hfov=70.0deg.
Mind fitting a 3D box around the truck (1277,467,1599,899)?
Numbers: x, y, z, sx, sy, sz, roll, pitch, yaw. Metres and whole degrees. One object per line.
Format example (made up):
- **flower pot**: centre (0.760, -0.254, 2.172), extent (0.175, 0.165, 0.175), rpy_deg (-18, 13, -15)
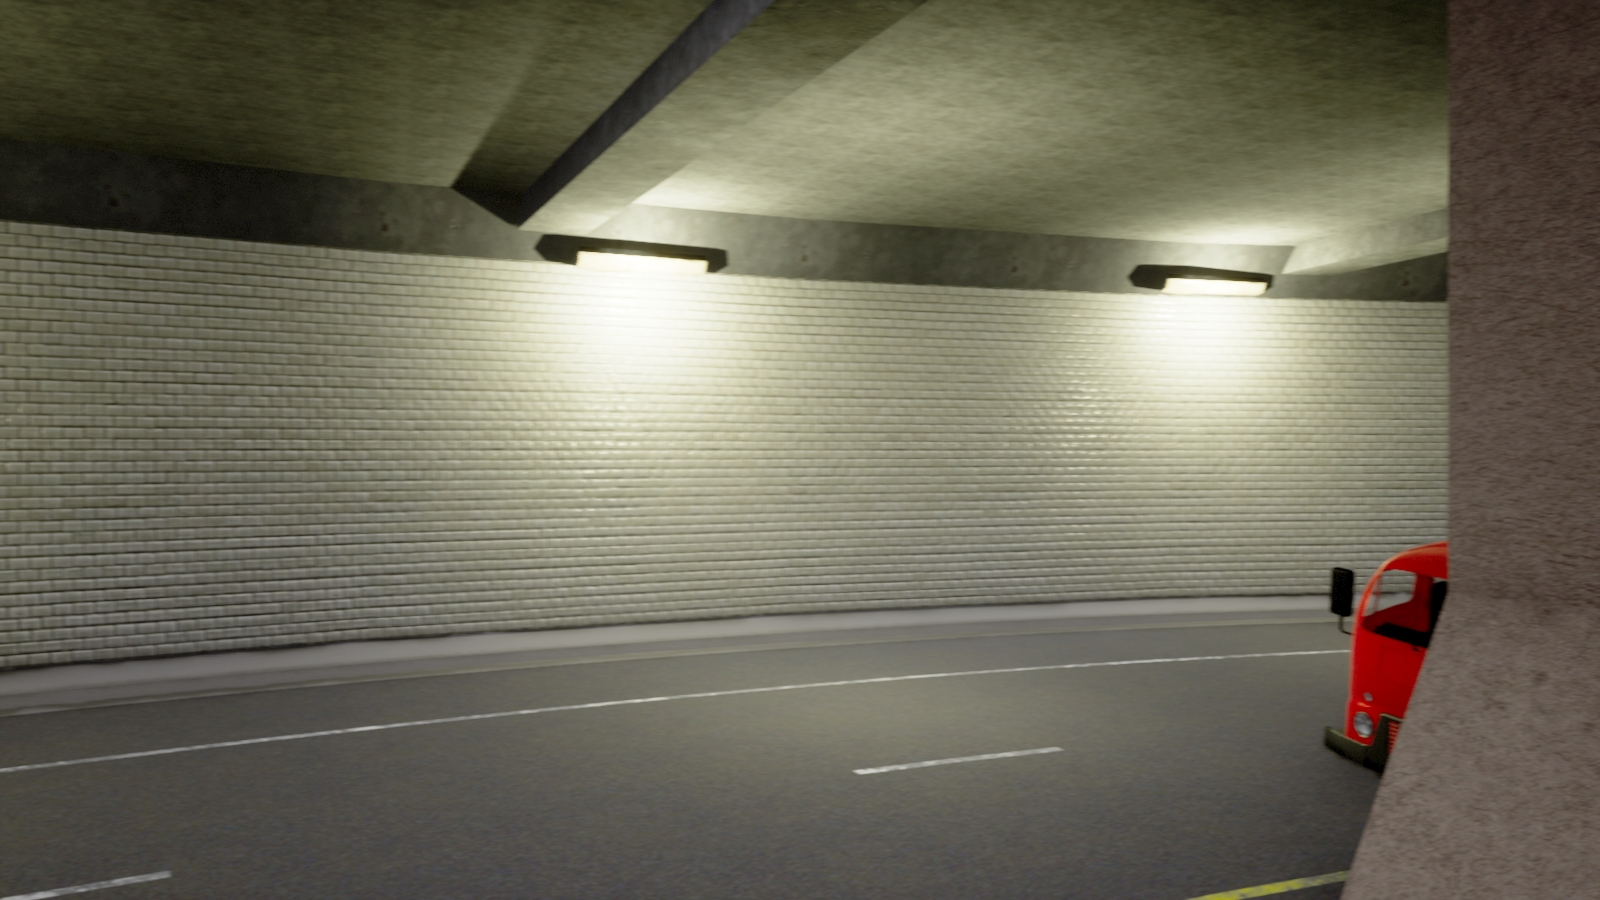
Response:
- **truck**: centre (7.245, 1.665, 10.182), extent (5.204, 2.467, 2.627), rpy_deg (-4, 8, -25)
